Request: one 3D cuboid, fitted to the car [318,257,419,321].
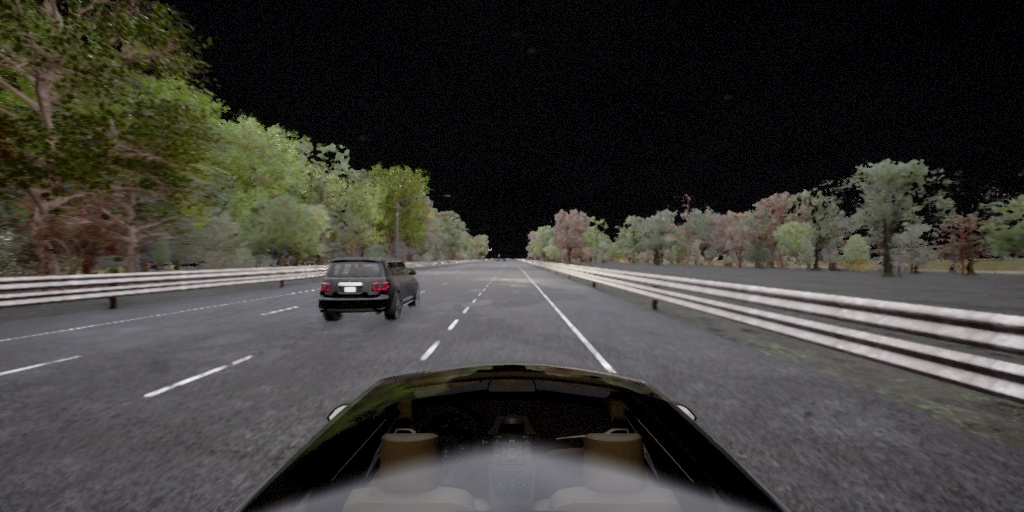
[{"bbox_3d":[-4.831,1.077,12.904,2.150,2.045,5.566,0,-1,-5],"label":"car"}]
